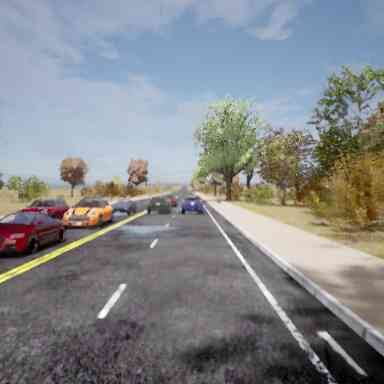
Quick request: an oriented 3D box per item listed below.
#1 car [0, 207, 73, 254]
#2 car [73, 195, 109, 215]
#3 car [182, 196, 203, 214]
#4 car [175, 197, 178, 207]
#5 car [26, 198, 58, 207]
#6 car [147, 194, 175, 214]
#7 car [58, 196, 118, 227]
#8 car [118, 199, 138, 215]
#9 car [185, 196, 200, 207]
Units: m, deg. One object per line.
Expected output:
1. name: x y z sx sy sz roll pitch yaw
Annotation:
1. car: -6.558 1.500 12.982 1.994 1.385 4.181 0 0 1
2. car: -9.743 1.189 32.507 2.097 1.767 4.553 0 0 1
3. car: 0.068 1.184 33.706 2.097 1.767 4.553 0 0 0
4. car: -3.128 1.112 46.582 2.097 1.767 4.553 0 0 1
5. car: -9.801 1.242 22.303 2.097 1.767 4.553 0 0 0
6. car: -3.185 1.185 33.400 2.097 1.767 4.553 0 0 0
7. car: -6.549 1.246 21.531 2.097 1.767 4.553 0 0 0
8. car: -6.496 1.387 32.109 2.033 1.411 5.357 0 0 0
9. car: 0.122 1.324 46.662 1.994 1.385 4.181 0 0 1
